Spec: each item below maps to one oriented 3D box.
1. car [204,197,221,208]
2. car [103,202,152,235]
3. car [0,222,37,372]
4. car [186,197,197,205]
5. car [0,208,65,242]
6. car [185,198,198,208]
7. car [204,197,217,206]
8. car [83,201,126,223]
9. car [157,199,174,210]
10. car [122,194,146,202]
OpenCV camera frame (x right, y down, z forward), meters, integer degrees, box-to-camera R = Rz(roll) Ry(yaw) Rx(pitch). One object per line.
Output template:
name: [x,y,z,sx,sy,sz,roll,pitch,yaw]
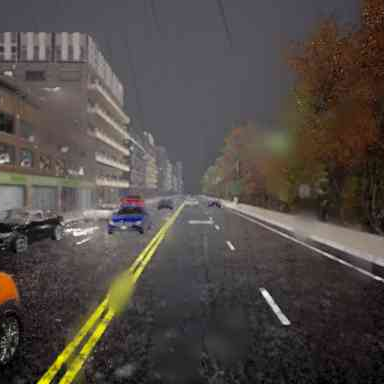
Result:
car: [3.235,1.657,49.375,1.895,1.301,4.718,0,0,0]
car: [-3.351,1.502,18.672,1.812,1.442,4.674,0,0,0]
car: [-3.353,1.354,2.602,2.097,1.767,4.553,0,0,0]
car: [-0.019,1.652,59.373,1.895,1.301,4.718,0,0,0]
car: [-6.908,1.449,13.512,2.128,1.511,4.902,1,0,4]
car: [-0.015,1.638,49.373,1.895,1.301,4.718,0,0,0]
car: [3.231,1.617,59.344,2.033,1.411,5.357,0,0,0]
car: [-6.603,1.567,24.984,1.895,1.301,4.718,0,0,0]
car: [-3.325,1.557,42.816,2.033,1.411,5.357,0,0,0]
car: [-6.587,1.208,38.062,2.150,2.045,5.566,0,0,0]
